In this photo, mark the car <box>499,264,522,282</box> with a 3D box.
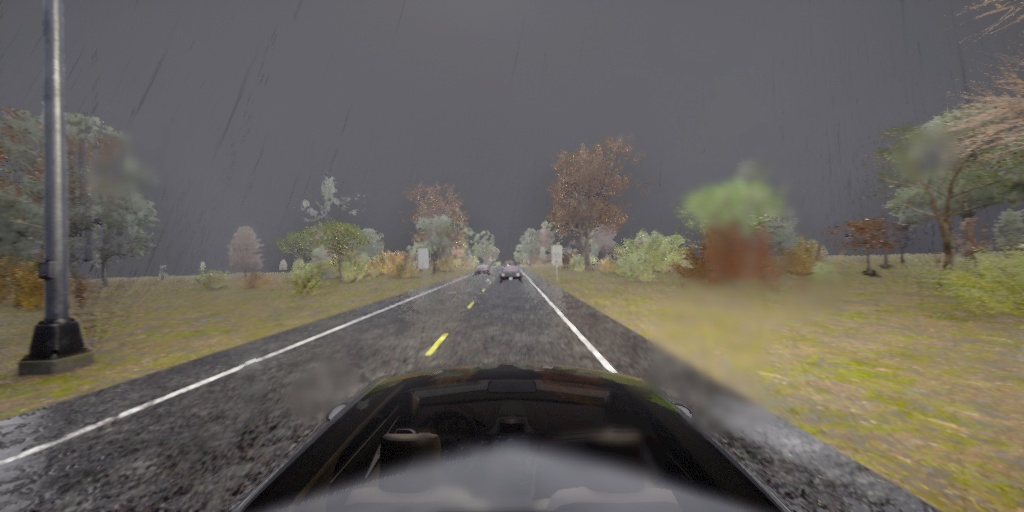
[{"bbox_3d":[-0.104,1.587,31.408,1.895,1.301,4.718,-1,0,0],"label":"car"}]

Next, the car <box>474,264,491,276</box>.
[{"bbox_3d":[-3.679,1.722,45.494,1.882,1.535,5.008,-1,-1,0],"label":"car"}]
